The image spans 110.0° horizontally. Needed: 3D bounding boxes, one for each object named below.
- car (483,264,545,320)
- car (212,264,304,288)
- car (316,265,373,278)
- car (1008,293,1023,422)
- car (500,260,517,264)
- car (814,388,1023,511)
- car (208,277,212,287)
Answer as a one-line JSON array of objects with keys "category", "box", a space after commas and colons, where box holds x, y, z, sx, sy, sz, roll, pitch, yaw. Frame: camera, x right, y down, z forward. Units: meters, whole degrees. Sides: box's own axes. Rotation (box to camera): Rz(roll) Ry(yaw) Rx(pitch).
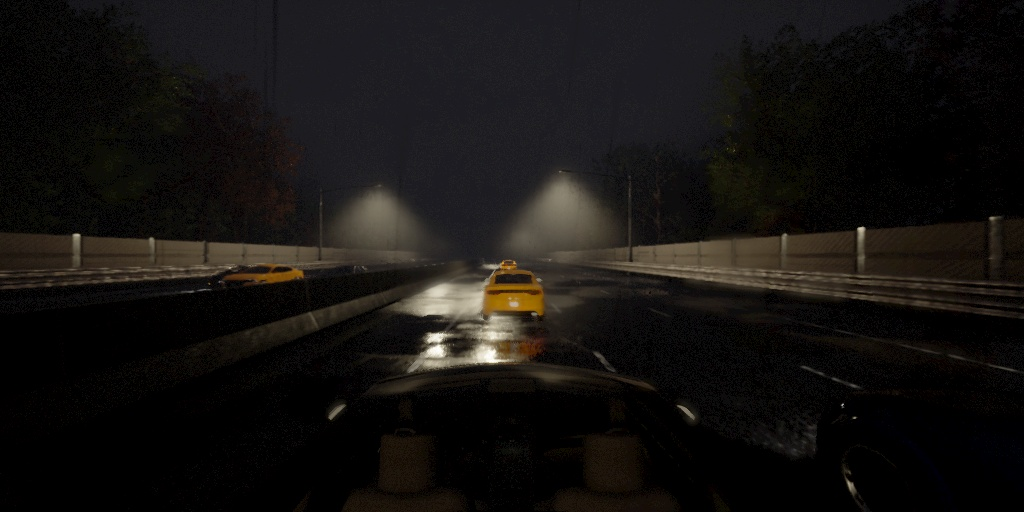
[{"category": "car", "box": [0.054, 1.232, 12.679, 1.882, 1.535, 5.008, 0, 0, 0]}, {"category": "car", "box": [-14.144, 1.235, 20.680, 1.882, 1.535, 5.008, 0, 0, 0]}, {"category": "car", "box": [-10.643, 1.306, 23.279, 2.033, 1.411, 5.357, 0, 0, -1]}, {"category": "car", "box": [7.093, 1.226, 1.941, 1.882, 1.535, 5.008, 0, 0, 0]}, {"category": "car", "box": [-0.413, 1.244, 43.519, 1.882, 1.535, 5.008, 0, 0, -1]}, {"category": "car", "box": [3.593, 1.313, 1.329, 1.994, 1.385, 4.181, 0, 0, 0]}, {"category": "car", "box": [-17.644, 1.370, 23.676, 1.994, 1.385, 4.181, 0, 0, -1]}]
